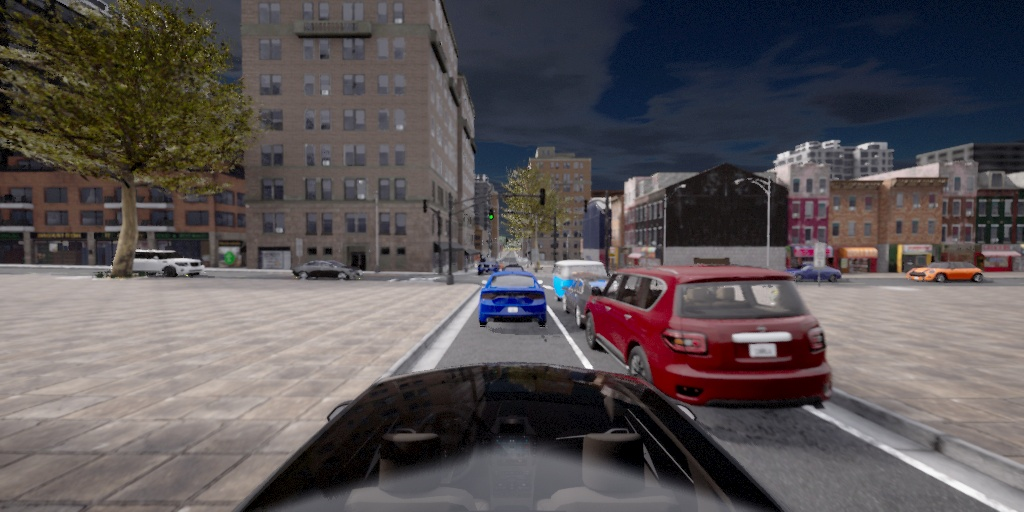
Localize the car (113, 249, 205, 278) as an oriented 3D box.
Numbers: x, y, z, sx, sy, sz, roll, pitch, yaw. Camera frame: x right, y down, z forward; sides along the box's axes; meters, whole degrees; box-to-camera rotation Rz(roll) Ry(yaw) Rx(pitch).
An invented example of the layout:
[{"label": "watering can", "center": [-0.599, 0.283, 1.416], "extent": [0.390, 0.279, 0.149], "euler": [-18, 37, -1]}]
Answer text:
[{"label": "car", "center": [-26.429, 0.555, 26.905], "extent": [5.566, 2.045, 2.150], "euler": [1, 2, 0]}]

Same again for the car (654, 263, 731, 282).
[{"label": "car", "center": [14.916, 1.355, 29.905], "extent": [5.357, 1.411, 2.033], "euler": [0, 2, 0]}]

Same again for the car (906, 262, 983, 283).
[{"label": "car", "center": [35.981, 1.271, 29.904], "extent": [4.553, 1.767, 2.097], "euler": [0, 2, 0]}]

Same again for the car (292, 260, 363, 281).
[{"label": "car", "center": [-13.789, 1.055, 26.925], "extent": [4.902, 1.511, 2.128], "euler": [1, 2, 0]}]

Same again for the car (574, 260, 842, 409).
[{"label": "car", "center": [2.635, 1.055, 6.112], "extent": [2.192, 1.841, 5.009], "euler": [0, 0, 0]}]

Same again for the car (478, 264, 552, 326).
[{"label": "car", "center": [0.011, 1.209, 11.606], "extent": [1.882, 1.535, 5.008], "euler": [0, 0, 0]}]

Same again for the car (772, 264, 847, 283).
[{"label": "car", "center": [24.740, 1.410, 29.912], "extent": [4.674, 1.442, 1.812], "euler": [0, 2, 0]}]

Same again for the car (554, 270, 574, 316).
[{"label": "car", "center": [2.634, 1.283, 11.097], "extent": [2.007, 1.370, 4.403], "euler": [0, 0, 0]}]

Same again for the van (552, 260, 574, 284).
[{"label": "van", "center": [2.634, 1.068, 14.417], "extent": [1.690, 1.789, 3.998], "euler": [0, 0, 0]}]

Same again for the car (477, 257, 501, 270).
[{"label": "car", "center": [-2.817, 1.150, 42.755], "extent": [2.150, 2.045, 5.566], "euler": [0, -1, 1]}]
